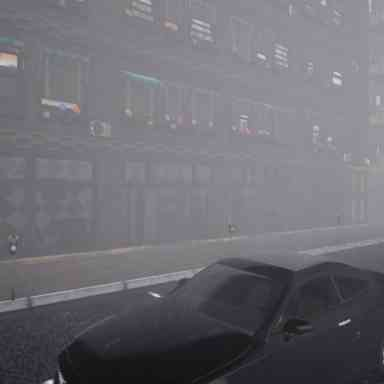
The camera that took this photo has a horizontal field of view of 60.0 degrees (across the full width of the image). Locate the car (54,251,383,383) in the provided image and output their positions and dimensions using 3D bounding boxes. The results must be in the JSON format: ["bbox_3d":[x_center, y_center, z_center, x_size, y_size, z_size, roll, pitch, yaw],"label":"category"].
[{"bbox_3d":[0.857,1.526,3.990,4.674,1.442,1.812,0,0,-35],"label":"car"}]
